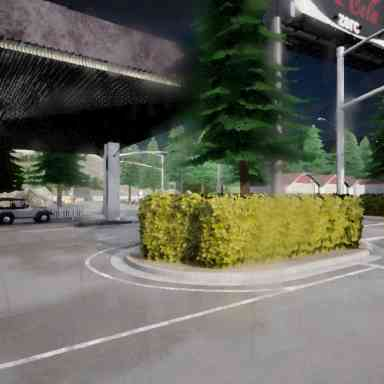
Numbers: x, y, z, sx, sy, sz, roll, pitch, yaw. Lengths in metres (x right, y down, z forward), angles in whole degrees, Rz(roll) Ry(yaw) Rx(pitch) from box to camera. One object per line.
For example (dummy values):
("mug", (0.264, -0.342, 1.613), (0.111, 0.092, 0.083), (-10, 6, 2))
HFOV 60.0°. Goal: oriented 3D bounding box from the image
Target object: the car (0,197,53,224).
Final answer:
("car", (-12.012, 1.313, 23.449), (3.866, 1.878, 1.905), (0, 0, -36))
